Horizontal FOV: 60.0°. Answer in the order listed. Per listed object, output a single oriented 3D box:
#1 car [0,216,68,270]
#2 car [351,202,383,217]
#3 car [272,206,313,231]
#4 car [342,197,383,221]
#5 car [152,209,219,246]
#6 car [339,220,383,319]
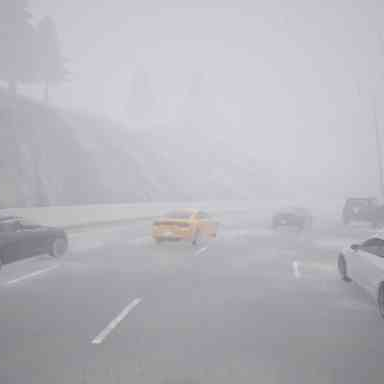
[{"bbox_3d":[-5.693,1.460,10.071,2.128,1.511,4.902,0,0,12],"label":"car"},{"bbox_3d":[18.879,1.805,35.272,4.674,1.442,1.812,1,0,-40],"label":"car"},{"bbox_3d":[6.628,1.648,21.856,1.812,1.442,4.674,0,0,30],"label":"car"},{"bbox_3d":[13.025,1.416,25.016,2.150,2.045,5.566,0,0,39],"label":"car"},{"bbox_3d":[-0.142,1.516,15.759,1.882,1.535,5.008,0,0,19],"label":"car"},{"bbox_3d":[4.509,1.589,6.947,1.812,1.442,4.674,0,0,10],"label":"car"}]
